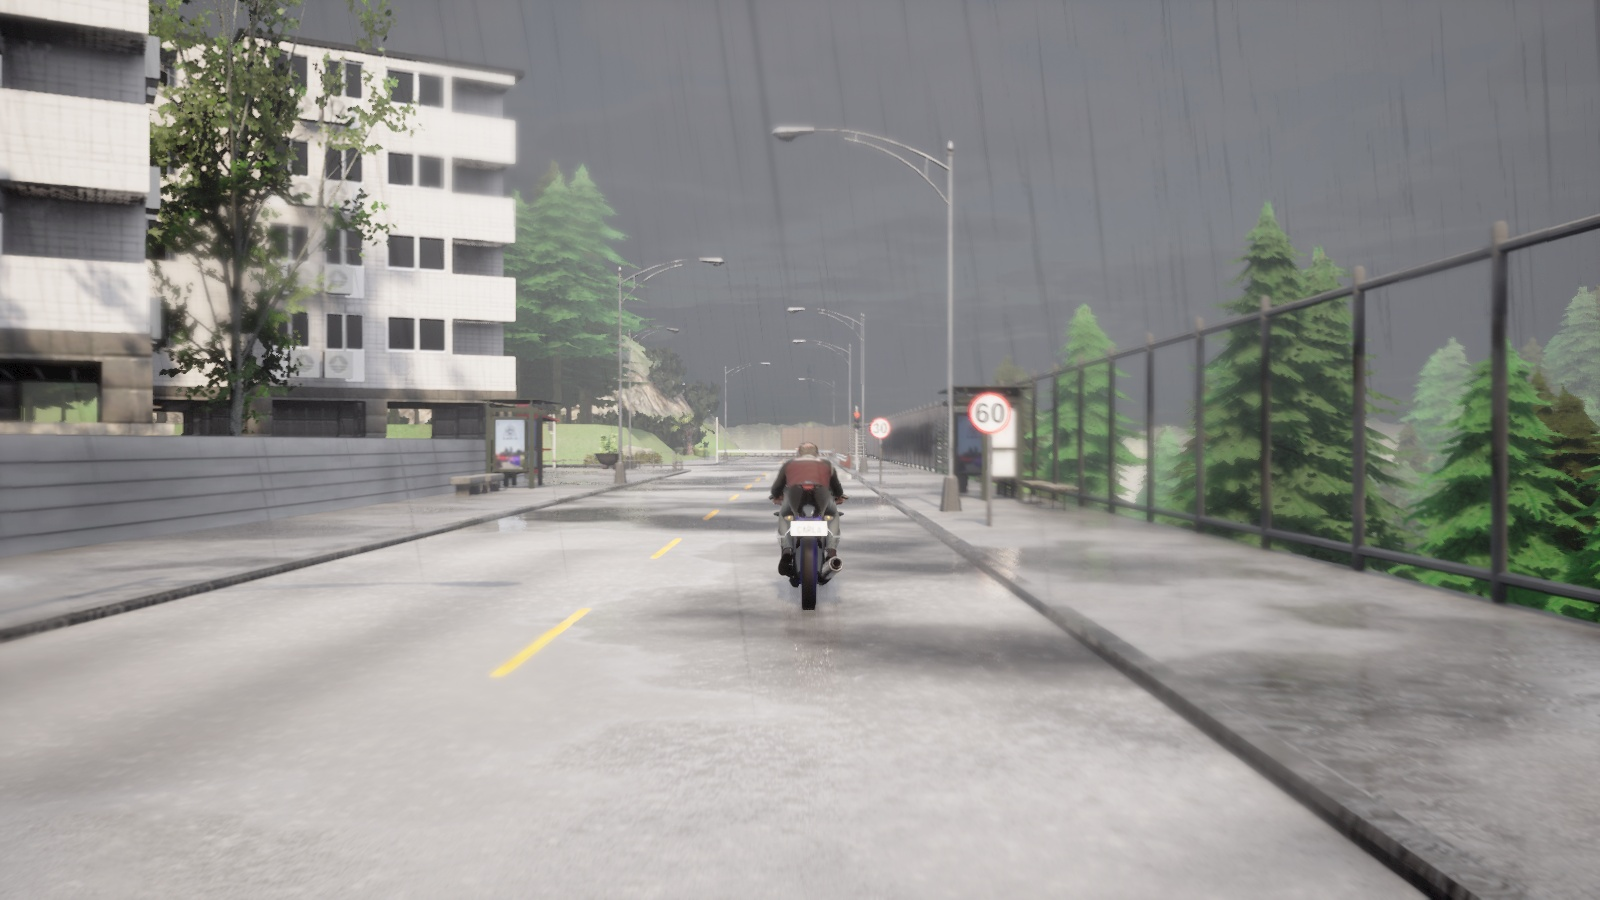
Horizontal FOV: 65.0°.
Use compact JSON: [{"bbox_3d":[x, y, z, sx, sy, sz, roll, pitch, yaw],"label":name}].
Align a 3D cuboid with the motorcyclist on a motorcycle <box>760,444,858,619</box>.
[{"bbox_3d":[0.084,0.713,12.143,0.866,1.530,2.191,0,0,0],"label":"motorcyclist on a motorcycle"}]
